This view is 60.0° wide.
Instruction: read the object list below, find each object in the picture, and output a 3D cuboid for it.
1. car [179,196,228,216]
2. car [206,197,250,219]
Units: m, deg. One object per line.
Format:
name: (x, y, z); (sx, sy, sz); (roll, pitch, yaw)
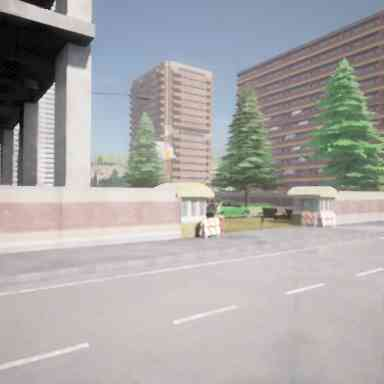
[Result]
car: (1.202, 1.360, 33.154); (4.605, 1.855, 1.932); (1, 0, -35)
car: (3.230, 1.522, 29.106); (3.988, 1.617, 1.851); (1, 0, -35)
